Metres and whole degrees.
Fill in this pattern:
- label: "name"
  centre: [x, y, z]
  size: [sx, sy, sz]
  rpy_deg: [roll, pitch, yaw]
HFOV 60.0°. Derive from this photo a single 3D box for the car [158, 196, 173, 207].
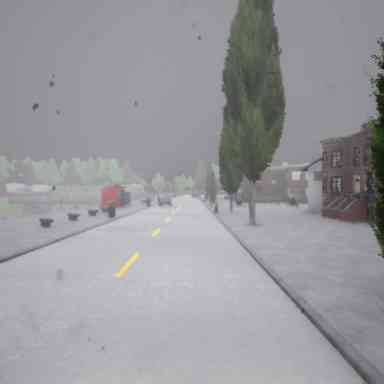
- label: "car"
  centre: [-4.016, 1.445, 50.878]
  size: [1.837, 1.490, 4.892]
  rpy_deg: [0, 0, 0]
